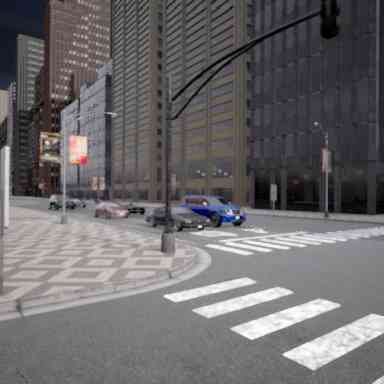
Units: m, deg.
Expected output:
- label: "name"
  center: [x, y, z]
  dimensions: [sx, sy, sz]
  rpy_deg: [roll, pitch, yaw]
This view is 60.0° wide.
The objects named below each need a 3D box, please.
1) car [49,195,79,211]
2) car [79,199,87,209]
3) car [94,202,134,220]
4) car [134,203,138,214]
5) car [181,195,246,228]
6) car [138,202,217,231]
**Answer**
- label: "car"
  center: [-16.916, 1.353, 43.043]
  dimensions: [2.150, 2.045, 5.566]
  rpy_deg: [0, -1, -35]
- label: "car"
  center: [-16.946, 1.699, 48.732]
  dimensions: [1.812, 1.442, 4.674]
  rpy_deg: [1, -1, -35]
- label: "car"
  center: [-7.176, 1.588, 29.370]
  dimensions: [1.812, 1.442, 4.674]
  rpy_deg: [1, -1, -36]
- label: "car"
  center: [-6.444, 1.700, 33.931]
  dimensions: [1.895, 1.301, 4.718]
  rpy_deg: [1, -1, -36]
- label: "car"
  center: [1.244, 1.269, 23.181]
  dimensions: [2.150, 2.045, 5.566]
  rpy_deg: [1, -1, -36]
- label: "car"
  center: [-1.082, 1.569, 20.857]
  dimensions: [2.033, 1.411, 5.357]
  rpy_deg: [1, -1, -35]
